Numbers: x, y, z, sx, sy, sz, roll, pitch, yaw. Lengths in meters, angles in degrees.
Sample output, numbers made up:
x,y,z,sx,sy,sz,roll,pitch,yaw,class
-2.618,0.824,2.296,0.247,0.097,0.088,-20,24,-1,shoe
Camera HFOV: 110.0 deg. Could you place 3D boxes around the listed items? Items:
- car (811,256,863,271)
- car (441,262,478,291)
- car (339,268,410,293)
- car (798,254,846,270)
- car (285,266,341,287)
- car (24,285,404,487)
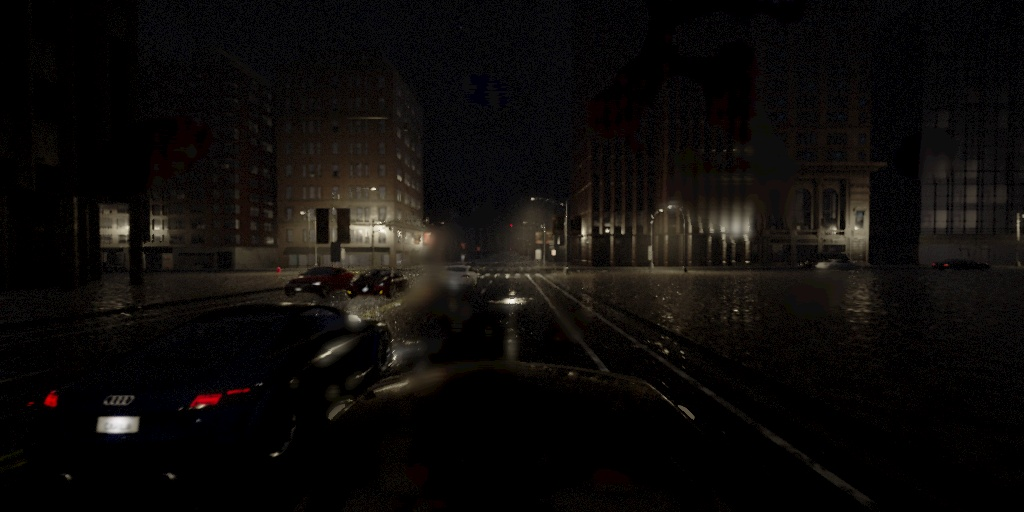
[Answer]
x,y,z,sx,sy,sz,roll,pitch,yaw,class
39.348,1.121,43.159,4.674,1.442,1.812,0,1,0,car
-3.153,1.274,21.959,1.812,1.442,4.674,0,0,0,car
-6.598,1.314,18.106,1.994,1.385,4.181,0,0,0,car
40.168,0.763,46.214,5.566,2.045,2.150,0,1,0,car
-9.847,1.276,18.851,1.812,1.442,4.674,0,0,0,car
-3.149,1.314,4.874,1.994,1.385,4.181,0,0,0,car
